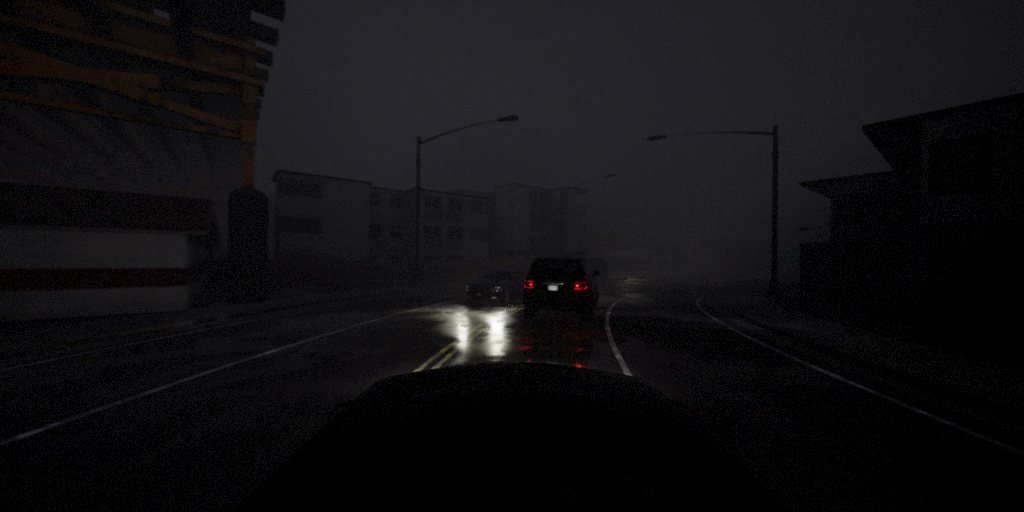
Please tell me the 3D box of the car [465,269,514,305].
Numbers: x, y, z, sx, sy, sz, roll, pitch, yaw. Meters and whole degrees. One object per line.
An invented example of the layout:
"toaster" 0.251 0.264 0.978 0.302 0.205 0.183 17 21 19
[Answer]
"car" -0.475 1.373 17.210 1.882 1.535 5.008 0 -1 21

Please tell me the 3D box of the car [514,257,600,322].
"car" 1.938 1.084 13.148 2.150 2.045 5.566 0 -1 16
